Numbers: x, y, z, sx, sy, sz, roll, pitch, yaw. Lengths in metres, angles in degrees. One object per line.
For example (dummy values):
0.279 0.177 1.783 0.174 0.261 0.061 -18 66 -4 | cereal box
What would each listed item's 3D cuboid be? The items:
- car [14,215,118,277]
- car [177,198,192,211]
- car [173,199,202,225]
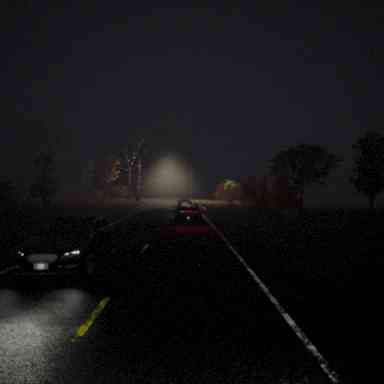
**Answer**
-3.612 1.503 10.328 2.128 1.511 4.902 0 0 -1 | car
-0.966 1.531 41.130 1.812 1.442 4.674 0 0 -3 | car
-0.310 1.505 24.181 2.128 1.511 4.902 0 0 -2 | car
